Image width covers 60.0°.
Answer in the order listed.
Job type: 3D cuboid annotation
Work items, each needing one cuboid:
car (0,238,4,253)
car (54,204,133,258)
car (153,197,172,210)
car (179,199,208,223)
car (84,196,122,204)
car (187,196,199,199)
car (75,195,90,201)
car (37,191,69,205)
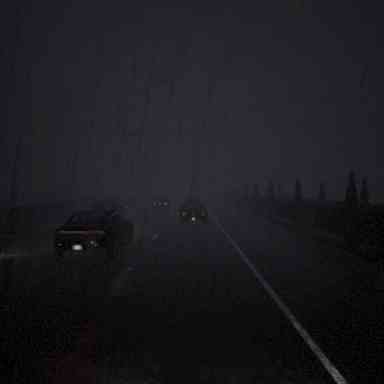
[{"bbox_3d":[-6.902,1.495,8.101,2.033,1.411,5.357,0,0,0],"label":"car"},{"bbox_3d":[-3.404,1.412,12.304,2.128,1.511,4.902,0,0,0],"label":"car"},{"bbox_3d":[-3.412,1.303,38.247,2.033,1.411,5.357,0,0,0],"label":"car"},{"bbox_3d":[0.093,1.448,23.893,1.895,1.301,4.718,0,0,0],"label":"car"},{"bbox_3d":[-6.909,1.304,27.259,1.882,1.535,5.008,0,0,0],"label":"car"},{"bbox_3d":[0.087,1.238,41.901,1.837,1.490,4.892,0,0,0],"label":"car"},{"bbox_3d":[-14.100,1.222,44.221,1.837,1.490,4.892,0,1,0],"label":"car"},{"bbox_3d":[-17.600,0.953,42.490,2.150,2.045,5.566,0,0,0],"label":"car"}]
